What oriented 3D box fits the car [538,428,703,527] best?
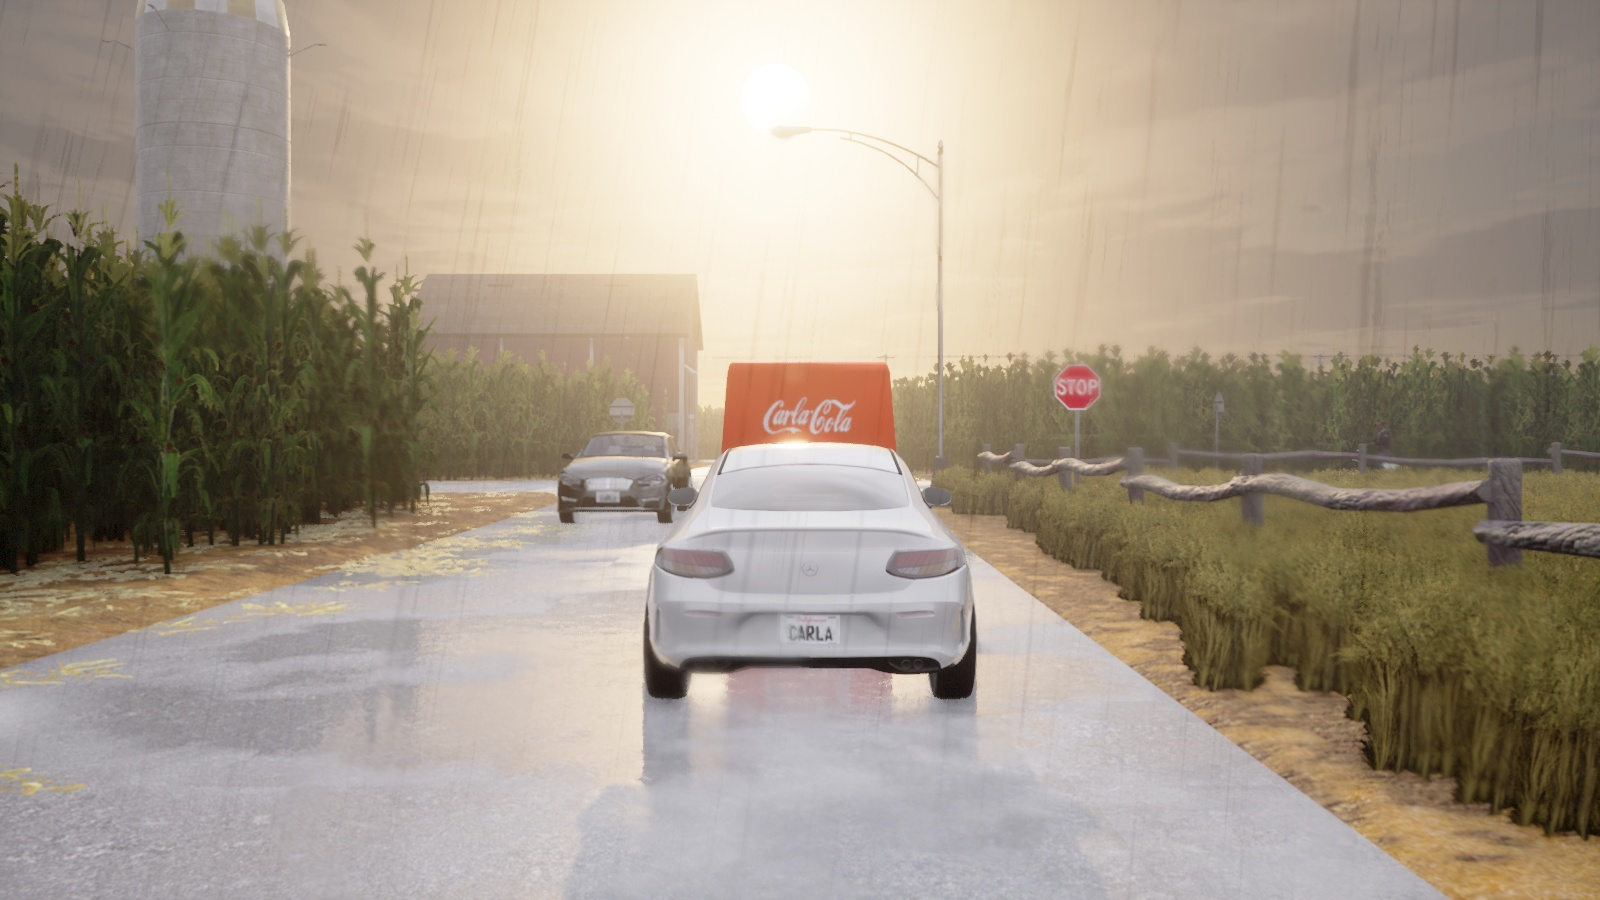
[{"bbox_3d":[-2.955,0.380,21.769,2.128,1.511,4.902,0,1,0],"label":"car"}]

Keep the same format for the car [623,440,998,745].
[{"bbox_3d":[0.064,0.671,8.420,1.812,1.442,4.674,0,1,0],"label":"car"}]

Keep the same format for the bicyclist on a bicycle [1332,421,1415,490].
[{"bbox_3d":[14.990,0.144,32.840,1.843,1.776,0.659,1,1,1],"label":"bicyclist on a bicycle"}]

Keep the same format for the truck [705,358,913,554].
[{"bbox_3d":[0.126,0.008,18.456,2.627,2.467,5.204,0,2,0],"label":"truck"}]
